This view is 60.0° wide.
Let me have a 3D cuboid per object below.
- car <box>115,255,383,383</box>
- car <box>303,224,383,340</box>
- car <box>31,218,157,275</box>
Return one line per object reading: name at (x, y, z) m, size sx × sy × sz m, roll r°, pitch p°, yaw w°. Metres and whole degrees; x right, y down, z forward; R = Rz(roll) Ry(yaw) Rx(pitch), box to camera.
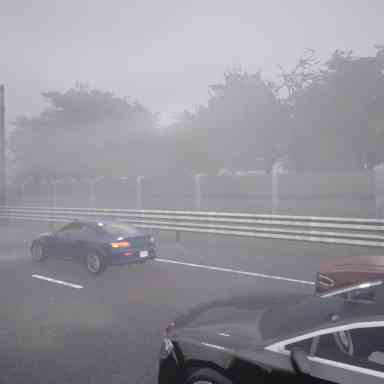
car at (1.876, 1.492, 2.636) m, size 4.902 × 1.511 × 2.128 m, roll 0°, pitch 0°, yaw 36°
car at (4.505, 1.478, 5.070) m, size 5.008 × 1.535 × 1.882 m, roll 0°, pitch 0°, yaw 35°
car at (-3.176, 1.538, 10.460) m, size 4.674 × 1.442 × 1.812 m, roll 0°, pitch 0°, yaw 36°
